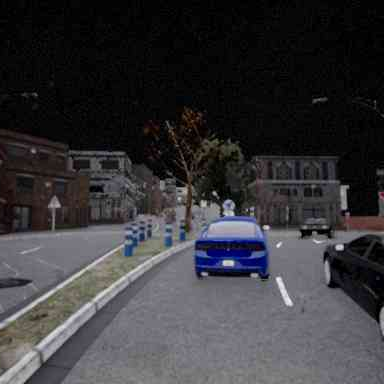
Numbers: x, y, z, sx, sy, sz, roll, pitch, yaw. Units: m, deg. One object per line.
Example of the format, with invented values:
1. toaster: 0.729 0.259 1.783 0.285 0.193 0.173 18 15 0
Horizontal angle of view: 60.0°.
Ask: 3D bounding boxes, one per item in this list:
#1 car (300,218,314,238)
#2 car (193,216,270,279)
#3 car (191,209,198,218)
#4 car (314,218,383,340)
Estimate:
1. car: 8.797 2.505 23.112 1.895 1.301 4.718 -3 -7 26
2. car: 1.317 1.475 10.100 1.882 1.535 5.008 -1 0 11
3. car: -0.462 5.882 85.541 2.150 2.045 5.566 0 0 5
4. car: 3.856 1.445 5.991 1.882 1.535 5.008 -1 1 7
